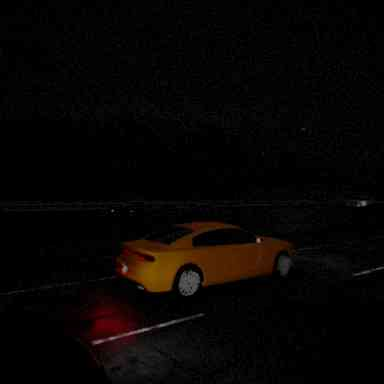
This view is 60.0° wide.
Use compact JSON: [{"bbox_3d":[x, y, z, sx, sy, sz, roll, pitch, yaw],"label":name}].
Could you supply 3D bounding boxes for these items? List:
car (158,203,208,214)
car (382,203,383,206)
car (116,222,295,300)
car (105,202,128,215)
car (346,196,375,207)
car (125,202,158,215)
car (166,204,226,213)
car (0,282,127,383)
[{"bbox_3d":[0.232,1.597,25.645,4.902,1.511,2.128,1,0,-35],"label":"car"},{"bbox_3d":[31.745,1.965,52.341,4.892,1.490,1.837,0,0,-35],"label":"car"},{"bbox_3d":[0.568,1.512,8.575,5.008,1.535,1.882,0,0,-36],"label":"car"},{"bbox_3d":[-5.526,1.615,30.134,4.674,1.442,1.812,1,0,-35],"label":"car"},{"bbox_3d":[27.131,1.661,53.350,5.566,2.045,2.150,1,0,-35],"label":"car"},{"bbox_3d":[-2.785,1.697,27.796,4.718,1.301,1.895,1,0,-35],"label":"car"},{"bbox_3d":[0.990,1.694,21.892,4.718,1.301,1.895,1,0,-35],"label":"car"},{"bbox_3d":[-2.900,1.497,1.799,4.892,1.490,1.837,0,0,-36],"label":"car"}]
